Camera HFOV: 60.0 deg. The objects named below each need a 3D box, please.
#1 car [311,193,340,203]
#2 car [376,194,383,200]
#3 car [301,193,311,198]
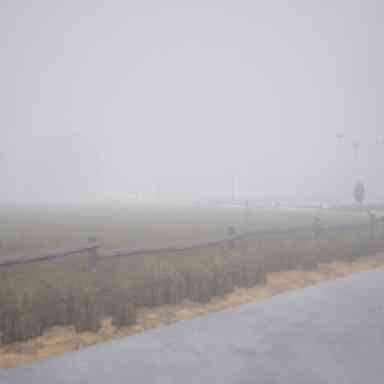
[{"bbox_3d":[25.887,1.297,63.552,2.242,1.667,4.611,0,0,-36],"label":"car"},{"bbox_3d":[45.410,1.043,77.861,1.905,1.878,3.866,0,0,-36],"label":"car"},{"bbox_3d":[29.356,1.078,82.527,1.932,1.855,4.605,0,0,-36],"label":"car"}]
